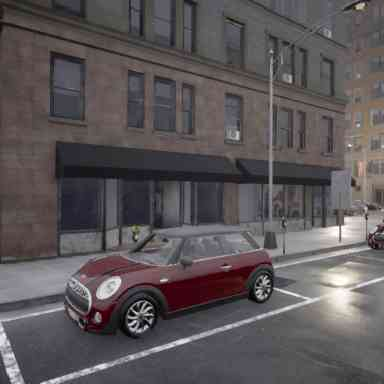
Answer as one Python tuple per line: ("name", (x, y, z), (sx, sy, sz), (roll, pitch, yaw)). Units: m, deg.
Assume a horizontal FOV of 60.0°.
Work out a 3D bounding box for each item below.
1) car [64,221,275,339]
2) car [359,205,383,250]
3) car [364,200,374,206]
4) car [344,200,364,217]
("car", (-0.314, 1.441, 6.538), (4.097, 1.590, 1.967), (0, 0, -36))
("car", (8.619, 1.445, 12.934), (4.097, 1.590, 1.967), (0, 0, -36))
("car", (14.434, 1.415, 32.303), (2.128, 1.511, 4.902), (1, 0, -36))
("car", (12.333, 1.253, 29.665), (2.097, 1.767, 4.553), (1, 0, -36))
